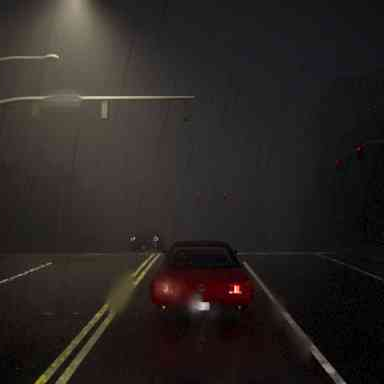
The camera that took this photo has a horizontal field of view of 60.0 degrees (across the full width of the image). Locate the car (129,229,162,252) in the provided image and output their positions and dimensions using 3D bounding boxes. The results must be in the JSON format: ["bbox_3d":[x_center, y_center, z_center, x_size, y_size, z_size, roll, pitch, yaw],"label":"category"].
[{"bbox_3d":[-3.238,3.553,24.711,2.097,1.767,4.553,-1,-10,1],"label":"car"}]

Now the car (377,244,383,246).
[{"bbox_3d":[17.325,4.590,26.726,4.902,1.511,2.128,4,-10,1],"label":"car"}]

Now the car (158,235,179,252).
[{"bbox_3d":[-2.905,6.644,42.312,2.150,2.045,5.566,0,-10,1],"label":"car"}]

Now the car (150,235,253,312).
[{"bbox_3d":[0.199,1.829,8.190,1.895,1.301,4.718,0,-2,1],"label":"car"}]
